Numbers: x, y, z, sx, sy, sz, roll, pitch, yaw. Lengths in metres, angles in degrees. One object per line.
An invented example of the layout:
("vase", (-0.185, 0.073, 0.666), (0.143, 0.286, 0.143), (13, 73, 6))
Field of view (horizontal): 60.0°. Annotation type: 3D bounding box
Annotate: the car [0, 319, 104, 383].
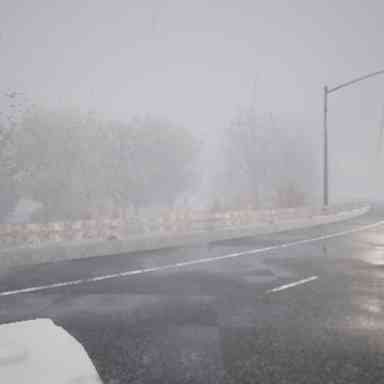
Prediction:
("car", (-2.845, 1.601, 1.784), (4.718, 1.301, 1.895), (0, 0, -36))
